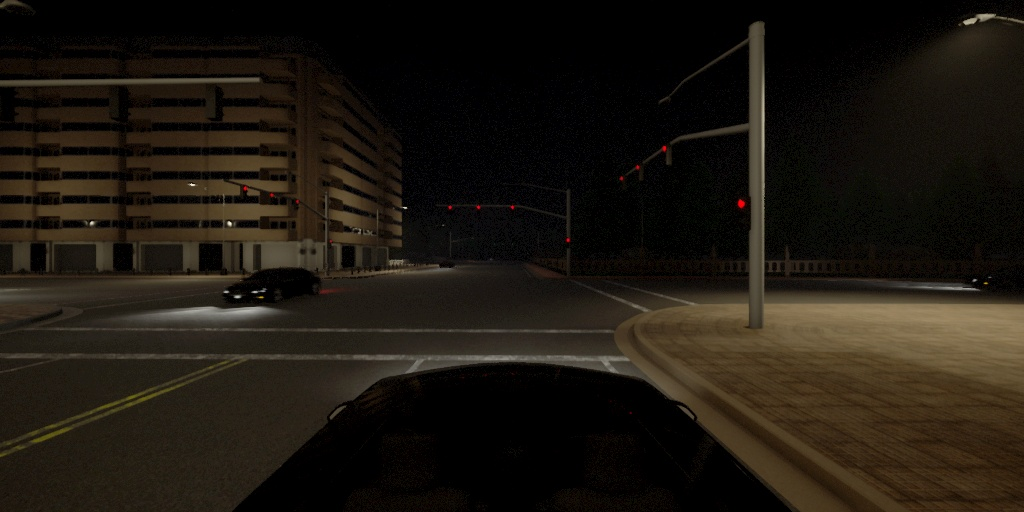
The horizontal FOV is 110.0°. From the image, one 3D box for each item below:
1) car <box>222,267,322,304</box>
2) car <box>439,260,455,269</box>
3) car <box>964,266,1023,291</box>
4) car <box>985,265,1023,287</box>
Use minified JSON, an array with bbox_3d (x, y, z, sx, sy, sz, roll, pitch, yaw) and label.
[{"bbox_3d":[-10.489,1.292,16.117,1.837,1.490,4.892,0,0,0],"label":"car"},{"bbox_3d":[-10.474,1.330,57.823,1.895,1.301,4.718,0,0,0],"label":"car"},{"bbox_3d":[29.191,1.248,20.468,4.181,1.385,1.994,0,0,21],"label":"car"},{"bbox_3d":[33.816,1.284,22.461,4.718,1.301,1.895,0,0,25],"label":"car"}]
